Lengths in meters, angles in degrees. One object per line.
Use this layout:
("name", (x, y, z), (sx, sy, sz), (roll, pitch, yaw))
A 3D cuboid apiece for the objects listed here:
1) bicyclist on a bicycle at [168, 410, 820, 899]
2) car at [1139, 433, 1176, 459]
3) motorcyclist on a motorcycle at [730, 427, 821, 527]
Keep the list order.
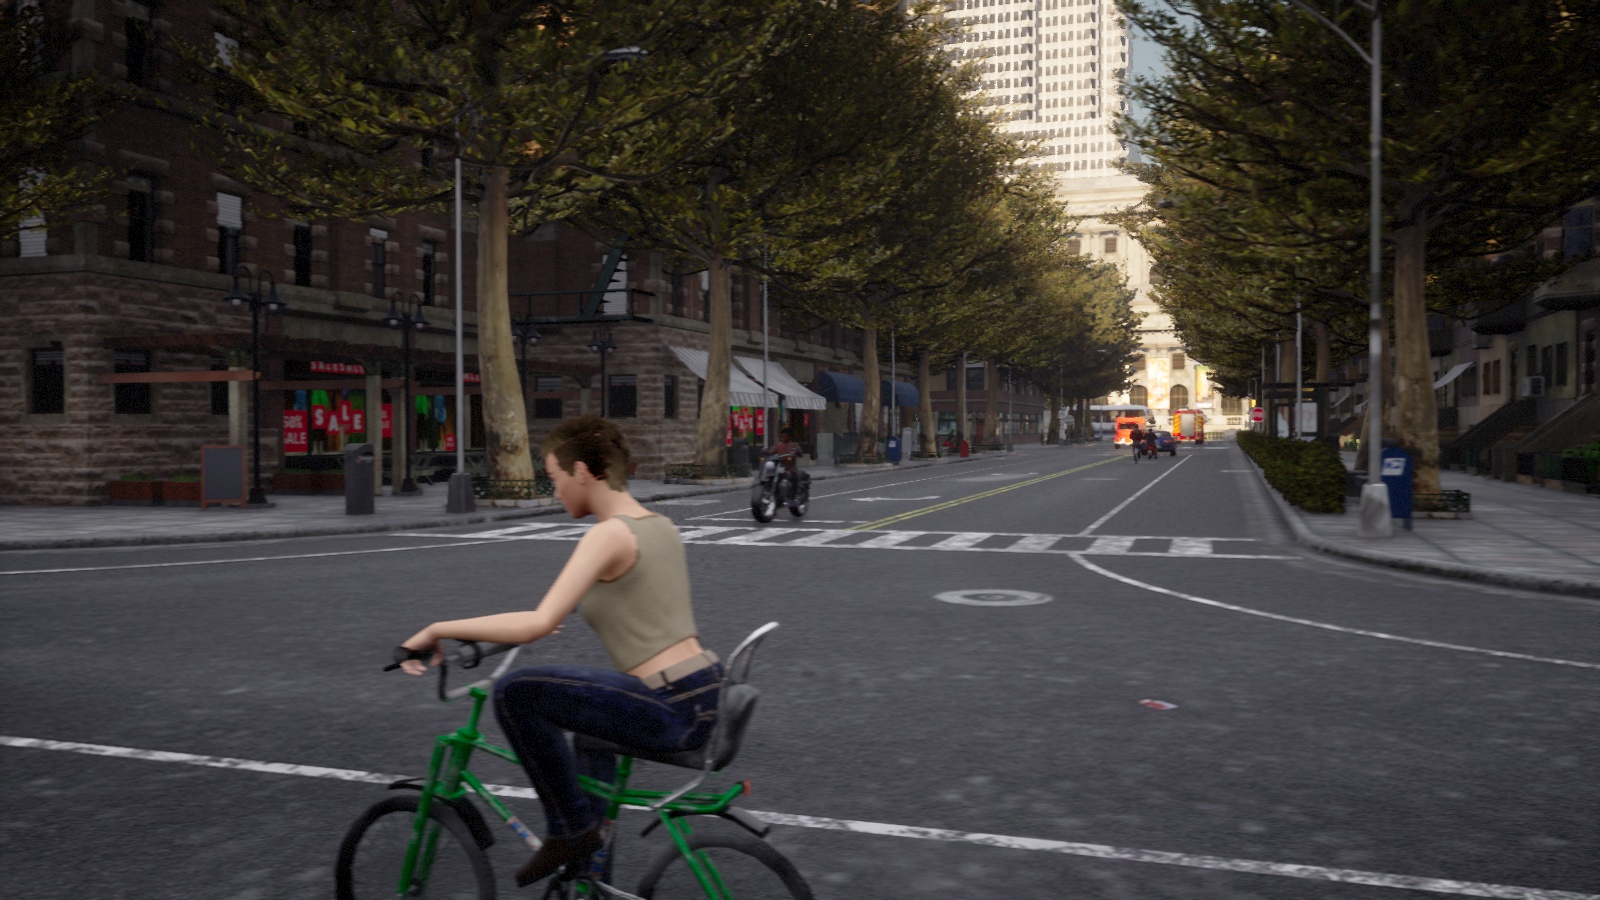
("bicyclist on a bicycle", (-0.800, 0.704, 3.457), (1.509, 1.612, 0.866), (1, 1, 19))
("car", (20.795, -0.238, 72.973), (1.812, 1.442, 4.674), (1, 1, 19))
("motorcyclist on a motorcycle", (-0.395, 0.425, 21.882), (0.766, 1.649, 2.350), (1, 1, 21))
